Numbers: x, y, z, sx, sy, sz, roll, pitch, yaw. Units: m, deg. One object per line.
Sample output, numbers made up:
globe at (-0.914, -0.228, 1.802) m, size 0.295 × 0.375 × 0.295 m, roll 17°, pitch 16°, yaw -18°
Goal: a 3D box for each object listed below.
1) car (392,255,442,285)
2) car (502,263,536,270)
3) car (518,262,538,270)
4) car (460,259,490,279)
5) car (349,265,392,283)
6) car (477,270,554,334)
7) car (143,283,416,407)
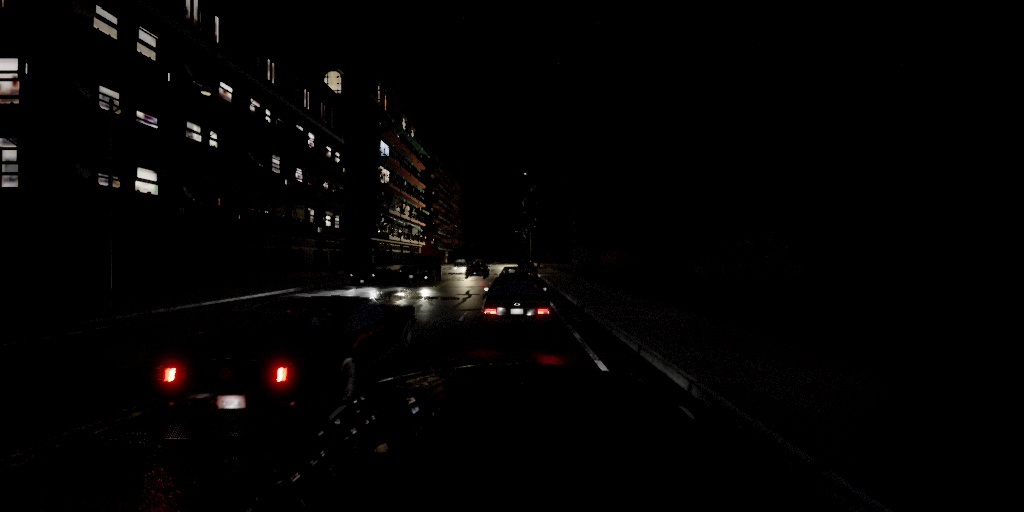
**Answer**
car at (-6.582, 0.975, 26.146) m, size 2.150 × 2.045 × 5.566 m, roll 0°, pitch 0°, yaw 0°
car at (0.113, 1.301, 20.976) m, size 2.033 × 1.411 × 5.357 m, roll 0°, pitch 0°, yaw 0°
car at (1.159, 1.259, 30.743) m, size 1.837 × 1.490 × 4.892 m, roll 0°, pitch 0°, yaw 0°
car at (-3.128, 1.246, 32.746) m, size 2.128 × 1.511 × 4.902 m, roll 0°, pitch 0°, yaw 0°
car at (-9.833, 1.354, 25.715) m, size 1.895 × 1.301 × 4.718 m, roll 0°, pitch 0°, yaw 0°
car at (0.108, 1.299, 10.614) m, size 2.033 × 1.411 × 5.357 m, roll 0°, pitch 0°, yaw 0°
car at (-3.149, 1.351, 6.255) m, size 1.895 × 1.301 × 4.718 m, roll 0°, pitch 0°, yaw 0°
